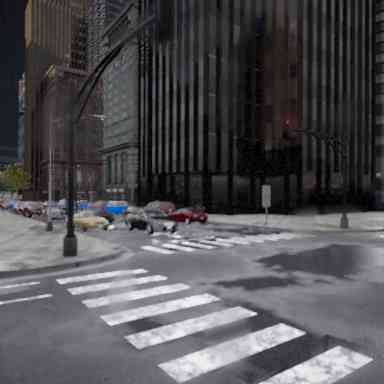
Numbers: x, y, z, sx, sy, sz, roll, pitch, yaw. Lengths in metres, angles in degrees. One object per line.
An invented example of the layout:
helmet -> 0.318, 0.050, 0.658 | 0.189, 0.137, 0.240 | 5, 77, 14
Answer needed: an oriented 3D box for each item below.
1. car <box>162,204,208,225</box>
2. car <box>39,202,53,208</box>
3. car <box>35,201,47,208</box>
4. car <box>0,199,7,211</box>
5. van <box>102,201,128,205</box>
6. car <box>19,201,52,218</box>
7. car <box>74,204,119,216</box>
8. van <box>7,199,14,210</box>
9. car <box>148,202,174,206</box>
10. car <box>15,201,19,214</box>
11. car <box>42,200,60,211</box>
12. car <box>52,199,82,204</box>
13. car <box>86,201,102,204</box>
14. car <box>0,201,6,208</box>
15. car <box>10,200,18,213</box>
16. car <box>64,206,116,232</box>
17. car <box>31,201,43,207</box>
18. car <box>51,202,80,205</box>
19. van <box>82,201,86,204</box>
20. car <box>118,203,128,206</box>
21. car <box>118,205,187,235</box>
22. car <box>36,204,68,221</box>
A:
car -> -0.460, 2.028, 28.633 | 1.887, 1.381, 4.507 | 0, -1, -35
car -> -32.630, 2.838, 74.214 | 1.947, 1.339, 4.313 | 0, -1, -35
car -> -35.630, 2.908, 78.466 | 1.947, 1.339, 4.313 | 0, -1, -35
car -> -32.892, 2.492, 59.799 | 1.967, 1.590, 4.097 | 0, -1, -35
van -> -9.248, 2.044, 41.114 | 1.690, 1.788, 3.998 | 0, -1, -35
car -> -18.705, 2.019, 39.695 | 2.192, 1.841, 5.009 | 0, -1, -35
car -> -8.800, 2.079, 30.300 | 2.033, 1.411, 5.357 | 1, -1, -36
van -> -27.156, 2.253, 51.670 | 1.690, 1.788, 3.998 | 0, -1, -35
car -> -3.391, 1.872, 32.795 | 2.192, 1.841, 5.009 | 0, -1, -35
car -> -21.519, 2.318, 43.685 | 1.887, 1.381, 4.507 | 0, -1, -35
car -> -25.012, 2.370, 58.829 | 2.097, 1.767, 4.553 | 0, -1, -35
car -> -18.878, 2.090, 50.128 | 2.150, 2.045, 5.566 | 0, -1, -35
car -> -12.176, 2.091, 45.273 | 2.192, 1.841, 5.009 | 0, -1, -35
car -> -42.193, 2.817, 72.979 | 1.887, 1.381, 4.507 | 0, -1, -35
car -> -24.337, 2.283, 47.677 | 1.967, 1.590, 4.097 | 0, -1, -35
car -> -7.336, 1.946, 23.587 | 1.752, 1.417, 4.829 | 0, -1, -35
car -> -38.629, 2.961, 82.716 | 2.008, 1.369, 4.403 | 0, -1, -35
car -> -15.168, 2.254, 39.346 | 1.994, 1.385, 4.181 | 0, -1, -35
van -> -18.033, 2.261, 53.593 | 1.690, 1.788, 3.998 | 0, -1, -35
car -> -6.316, 2.212, 36.952 | 1.802, 1.307, 4.206 | 0, -1, -35
car -> -2.704, 1.869, 21.602 | 2.128, 1.511, 4.902 | 0, -1, -34
car -> -13.068, 2.115, 31.710 | 2.008, 1.369, 4.403 | 0, -1, -35
